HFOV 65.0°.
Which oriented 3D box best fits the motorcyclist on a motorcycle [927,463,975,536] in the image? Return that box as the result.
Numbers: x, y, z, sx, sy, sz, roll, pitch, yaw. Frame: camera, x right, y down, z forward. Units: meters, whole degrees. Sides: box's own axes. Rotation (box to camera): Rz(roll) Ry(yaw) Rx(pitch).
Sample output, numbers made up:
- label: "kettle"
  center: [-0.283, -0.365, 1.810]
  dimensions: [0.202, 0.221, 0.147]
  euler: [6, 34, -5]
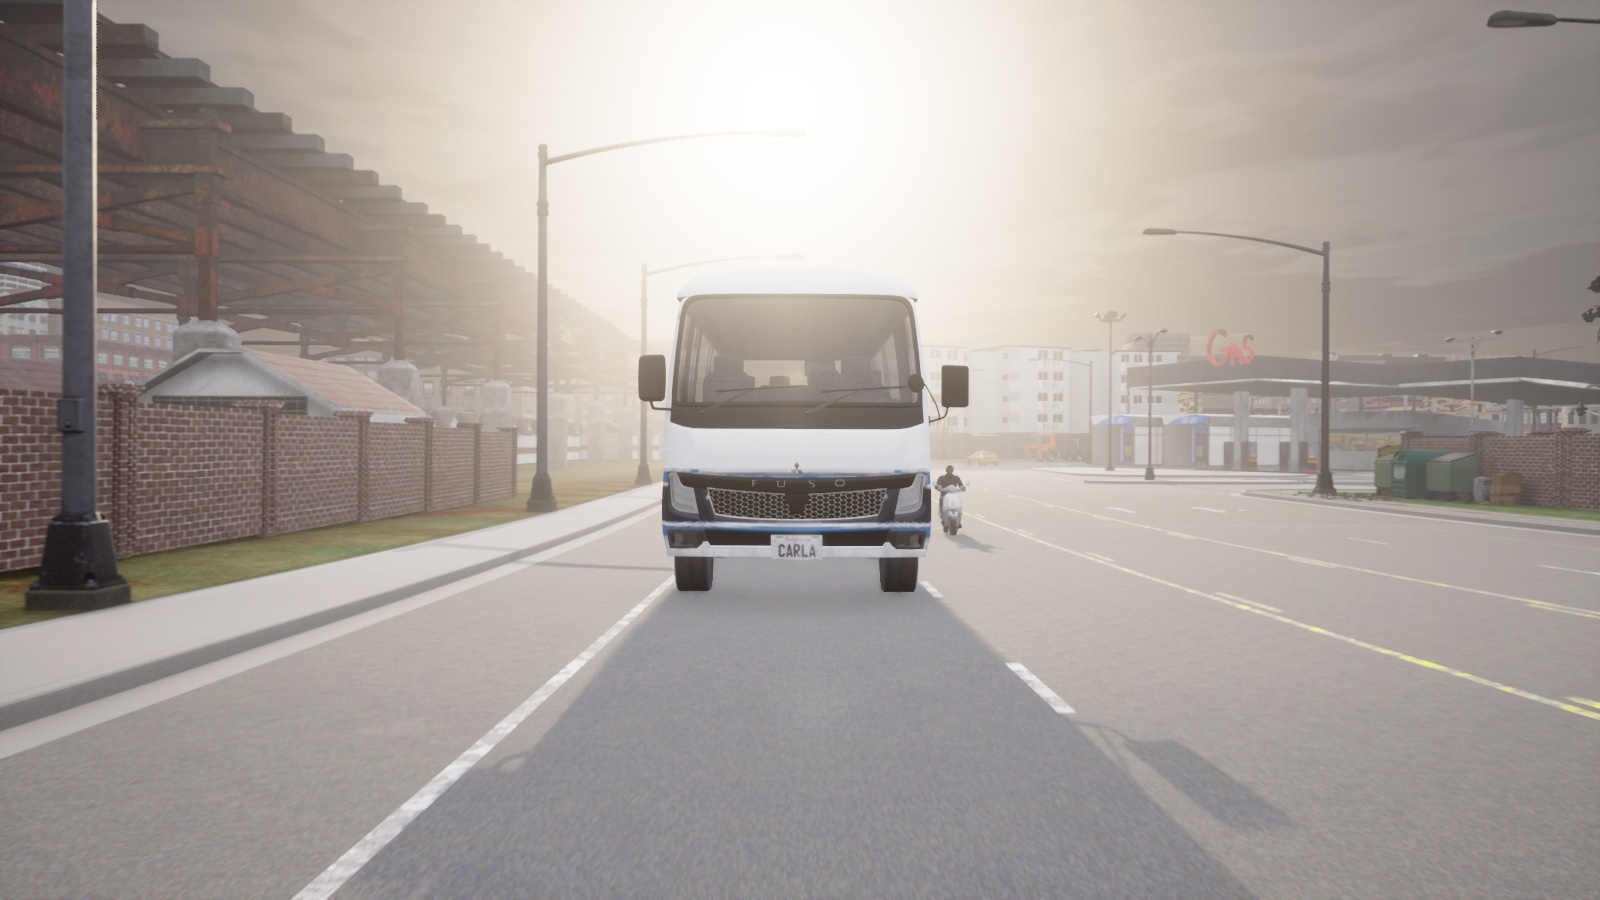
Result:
- label: "motorcyclist on a motorcycle"
  center: [3.435, 1.112, 28.747]
  dimensions: [0.866, 1.590, 1.817]
  euler: [0, 0, 0]

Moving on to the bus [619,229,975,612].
- label: "bus"
  center: [-0.048, -0.274, 19.112]
  dimensions: [3.944, 4.253, 10.273]
  euler: [0, -1, 0]
